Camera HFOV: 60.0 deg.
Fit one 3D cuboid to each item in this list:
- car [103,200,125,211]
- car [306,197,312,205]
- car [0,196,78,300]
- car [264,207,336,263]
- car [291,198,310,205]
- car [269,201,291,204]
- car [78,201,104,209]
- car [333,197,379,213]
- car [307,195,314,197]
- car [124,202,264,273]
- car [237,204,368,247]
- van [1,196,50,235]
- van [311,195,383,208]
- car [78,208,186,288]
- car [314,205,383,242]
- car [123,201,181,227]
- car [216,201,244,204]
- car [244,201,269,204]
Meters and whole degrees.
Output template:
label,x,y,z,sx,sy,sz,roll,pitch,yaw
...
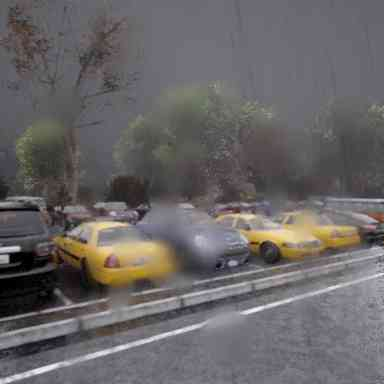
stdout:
label,x,y,z,sx,sy,sz,roll,pitch,yaw
car,-5.357,1.386,22.723,2.185,1.767,4.553,0,0,-36
car,13.108,1.634,35.948,2.231,1.521,4.892,0,0,-36
car,-4.759,1.216,7.681,2.435,2.045,5.566,0,0,-36
car,2.252,1.510,12.448,1.946,1.575,5.366,0,0,-36
car,8.528,1.606,32.644,2.231,1.521,4.892,0,0,-36
car,6.235,1.590,30.997,2.097,1.535,5.008,0,0,-36
car,-7.637,1.496,21.056,2.097,1.535,5.008,0,0,-36
car,20.038,1.535,40.836,2.185,1.767,4.553,1,-1,-36
car,15.322,1.394,37.495,2.435,2.045,5.566,0,0,-36
car,-0.170,1.372,10.977,2.185,1.767,4.553,0,0,-36
car,4.331,1.526,14.397,1.946,1.575,5.366,0,0,-36
van,-9.892,1.256,19.575,1.878,1.987,4.442,0,0,-36
van,8.964,1.334,17.636,1.878,1.987,4.442,0,0,-36
car,-2.556,1.480,9.455,1.946,1.575,5.366,0,0,-36
car,6.737,1.584,15.891,2.002,1.452,4.674,0,0,-36
car,-3.043,1.527,24.340,2.097,1.535,5.008,0,0,-36
car,1.626,1.588,27.732,2.163,1.488,4.792,0,0,-36
car,3.940,1.574,29.351,2.097,1.535,5.008,0,0,-36
